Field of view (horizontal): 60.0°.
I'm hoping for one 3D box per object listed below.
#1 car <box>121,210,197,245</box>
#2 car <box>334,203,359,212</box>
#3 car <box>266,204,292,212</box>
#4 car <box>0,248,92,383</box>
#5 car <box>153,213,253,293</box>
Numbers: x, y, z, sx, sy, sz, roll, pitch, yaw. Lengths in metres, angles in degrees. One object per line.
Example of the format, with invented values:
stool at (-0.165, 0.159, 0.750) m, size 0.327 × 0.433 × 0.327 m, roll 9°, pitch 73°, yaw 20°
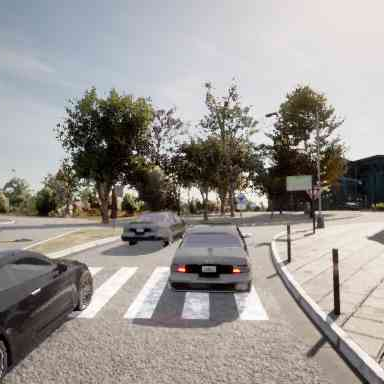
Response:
car at (-1.482, 1.626, 15.584) m, size 2.033 × 1.411 × 5.357 m, roll -1°, pitch -2°, yaw 13°
car at (25.821, 2.600, 55.762) m, size 1.837 × 1.490 × 4.892 m, roll 1°, pitch -4°, yaw -7°
car at (19.209, 3.633, 73.497) m, size 5.566 × 2.045 × 2.150 m, roll -4°, pitch -6°, yaw 41°
car at (-2.977, 1.535, 4.819) m, size 1.812 × 1.442 × 4.674 m, roll 0°, pitch 0°, yaw 2°
car at (0.599, 1.543, 8.979) m, size 2.033 × 1.411 × 5.357 m, roll -1°, pitch 0°, yaw 6°
